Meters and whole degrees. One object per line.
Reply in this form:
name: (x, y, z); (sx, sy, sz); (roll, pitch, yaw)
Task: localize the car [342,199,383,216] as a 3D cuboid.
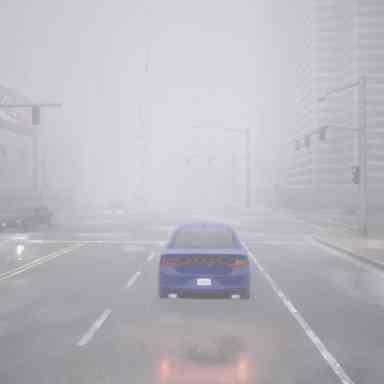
car: (17.242, 1.505, 32.398); (4.892, 1.490, 1.837); (0, 0, 2)

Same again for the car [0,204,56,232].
car: (-9.981, 1.505, 20.225); (1.837, 1.490, 4.892); (0, 0, 2)

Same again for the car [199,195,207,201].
car: (2.801, 1.524, 86.272); (1.812, 1.442, 4.674); (0, 0, 2)

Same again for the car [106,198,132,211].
car: (-9.275, 1.526, 41.600); (1.812, 1.442, 4.674); (0, 0, 2)

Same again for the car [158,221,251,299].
car: (0.313, 1.478, 8.497); (1.882, 1.535, 5.008); (0, 0, 2)

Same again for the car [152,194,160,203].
car: (-8.179, 1.552, 71.868); (1.994, 1.385, 4.181); (0, 0, 2)

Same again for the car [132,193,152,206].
car: (-8.764, 1.223, 56.751); (2.150, 2.045, 5.566); (0, 0, 2)
